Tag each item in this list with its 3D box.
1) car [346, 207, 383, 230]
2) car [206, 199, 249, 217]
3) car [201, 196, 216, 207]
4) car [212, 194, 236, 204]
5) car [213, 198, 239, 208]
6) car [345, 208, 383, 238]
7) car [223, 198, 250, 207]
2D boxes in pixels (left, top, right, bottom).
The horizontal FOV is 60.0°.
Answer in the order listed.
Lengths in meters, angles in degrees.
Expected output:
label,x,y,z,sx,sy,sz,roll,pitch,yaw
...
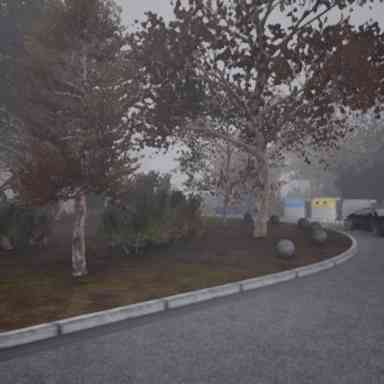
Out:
label,x,y,z,sx,sy,sz,roll,pitch,yaw
car,12.557,1.750,21.641,1.895,1.301,4.718,3,-1,-17
car,3.907,1.850,35.521,1.882,1.535,5.008,4,-3,-34
car,1.383,1.679,55.898,2.435,2.045,5.566,-1,0,-35
car,7.214,1.583,76.053,2.435,2.045,5.566,0,0,-35
car,5.934,1.931,59.112,2.002,1.452,4.674,0,0,-35
car,9.643,1.511,16.940,1.994,1.385,4.181,3,0,-4
car,8.098,1.876,60.659,2.097,1.535,5.008,0,0,-35
